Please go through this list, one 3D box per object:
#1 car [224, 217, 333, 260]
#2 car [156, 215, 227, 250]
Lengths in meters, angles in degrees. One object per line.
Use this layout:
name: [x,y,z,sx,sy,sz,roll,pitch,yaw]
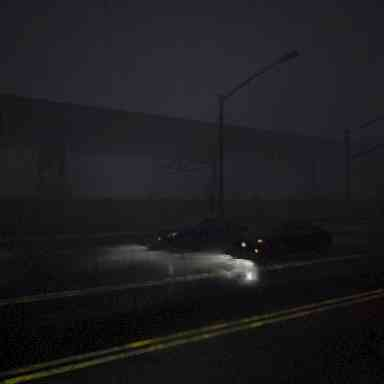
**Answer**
car: [3.710,1.821,13.540,4.181,1.385,1.994,1,-1,-28]
car: [0.611,1.829,15.834,4.674,1.442,1.812,1,-1,-29]
